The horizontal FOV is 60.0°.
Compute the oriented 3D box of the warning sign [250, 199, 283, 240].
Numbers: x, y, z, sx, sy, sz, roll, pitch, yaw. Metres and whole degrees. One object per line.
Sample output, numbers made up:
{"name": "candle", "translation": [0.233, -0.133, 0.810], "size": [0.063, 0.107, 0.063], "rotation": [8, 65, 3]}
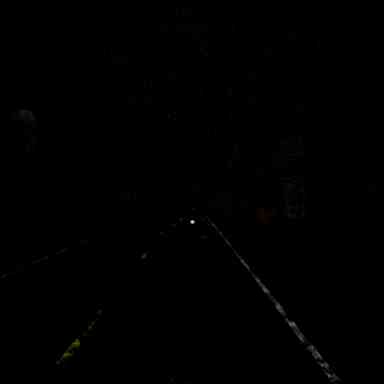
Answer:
{"name": "warning sign", "translation": [3.519, 1.276, 15.850], "size": [1.300, 1.860, 1.060], "rotation": [1, 0, 0]}

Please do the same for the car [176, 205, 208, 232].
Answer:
{"name": "car", "translation": [0.016, 1.787, 21.851], "size": [1.994, 1.385, 4.181], "rotation": [0, -1, 0]}

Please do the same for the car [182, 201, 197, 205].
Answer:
{"name": "car", "translation": [-0.326, 1.985, 46.548], "size": [1.837, 1.490, 4.892], "rotation": [0, 0, 0]}
